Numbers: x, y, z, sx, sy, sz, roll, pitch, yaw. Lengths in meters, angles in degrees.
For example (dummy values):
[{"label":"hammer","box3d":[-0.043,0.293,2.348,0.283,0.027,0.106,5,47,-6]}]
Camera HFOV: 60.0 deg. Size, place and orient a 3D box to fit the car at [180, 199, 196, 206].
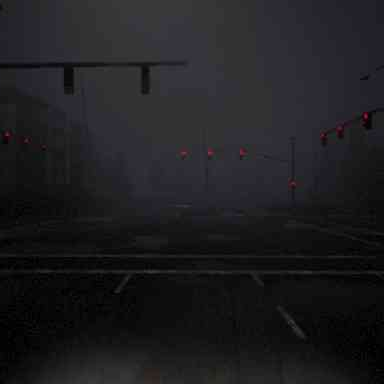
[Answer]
[{"label":"car","box3d":[-0.795,2.151,72.140,1.882,1.535,5.008,0,-1,28]}]
